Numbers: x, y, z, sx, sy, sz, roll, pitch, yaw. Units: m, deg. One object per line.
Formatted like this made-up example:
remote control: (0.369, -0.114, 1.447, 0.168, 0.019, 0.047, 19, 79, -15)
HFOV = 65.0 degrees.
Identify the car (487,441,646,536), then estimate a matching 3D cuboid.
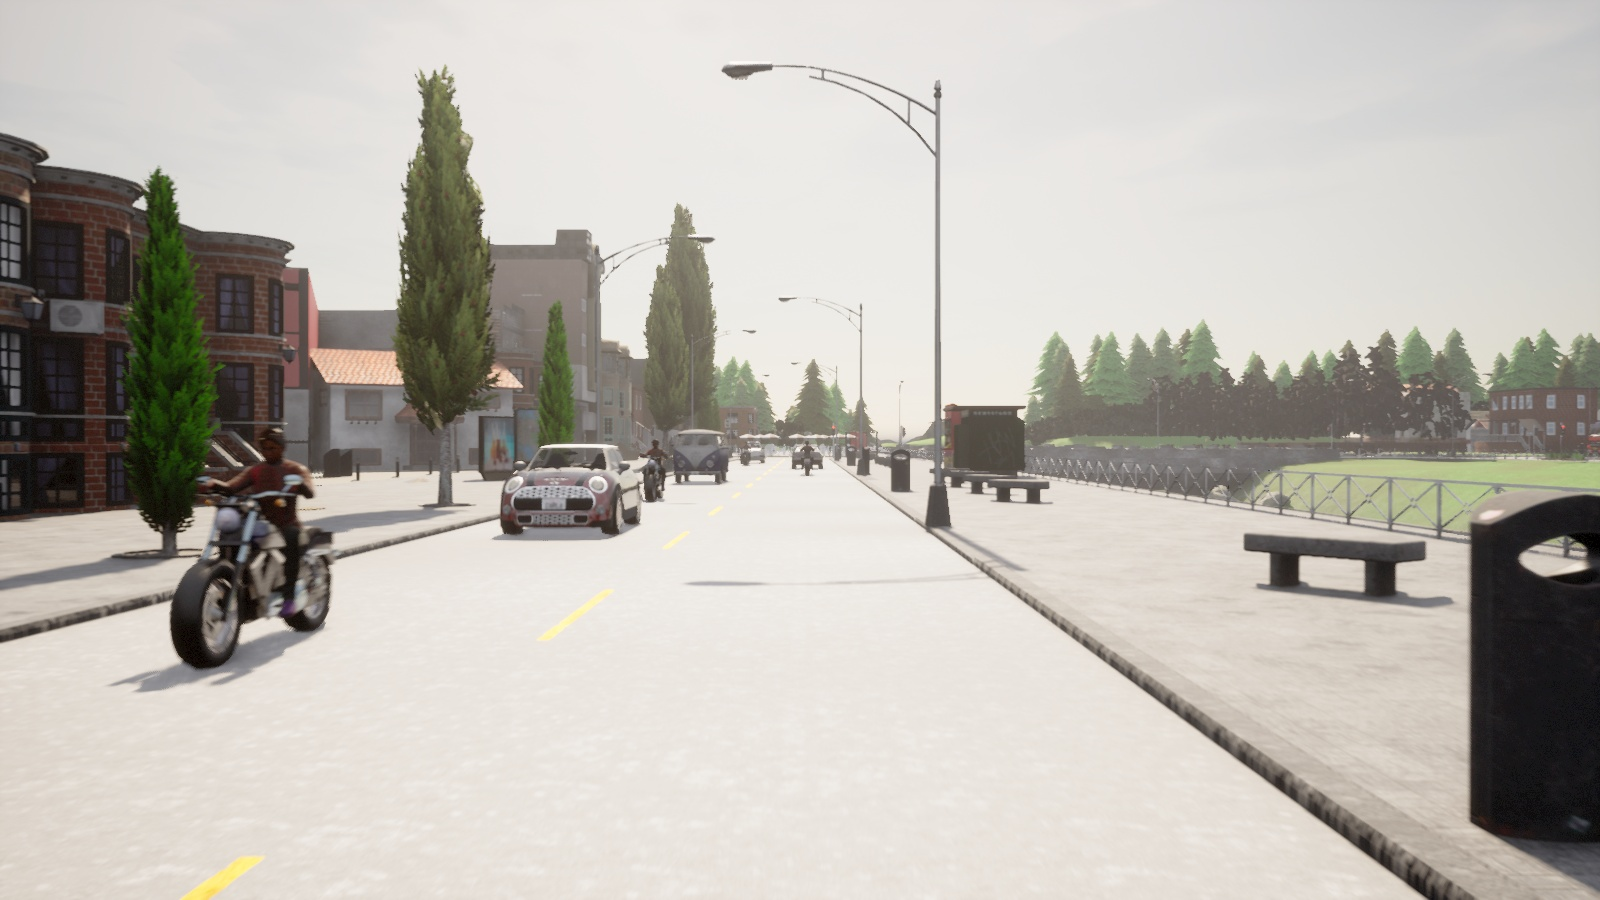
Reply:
car: (-3.864, 0.588, 21.402, 1.970, 1.475, 3.806, 0, 0, 0)

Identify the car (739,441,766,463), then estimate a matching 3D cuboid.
car: (-3.476, 0.123, 92.147, 1.851, 1.617, 3.988, 0, 0, 0)

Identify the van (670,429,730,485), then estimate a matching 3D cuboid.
van: (-3.701, 0.231, 47.029, 1.775, 1.987, 4.442, 0, 0, 1)

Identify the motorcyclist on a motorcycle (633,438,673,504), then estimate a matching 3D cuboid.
motorcyclist on a motorcycle: (-3.805, 0.510, 32.637, 0.766, 1.649, 2.350, 0, 0, 0)

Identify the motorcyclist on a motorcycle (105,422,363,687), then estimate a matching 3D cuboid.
motorcyclist on a motorcycle: (-3.935, 0.643, 8.999, 0.766, 1.649, 2.350, 0, 0, 0)

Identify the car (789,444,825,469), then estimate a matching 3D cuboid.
car: (0.423, 0.379, 73.643, 2.033, 1.411, 5.357, 0, 0, 0)
